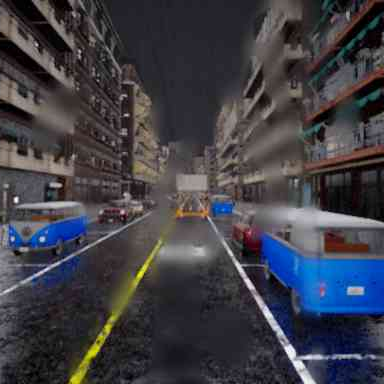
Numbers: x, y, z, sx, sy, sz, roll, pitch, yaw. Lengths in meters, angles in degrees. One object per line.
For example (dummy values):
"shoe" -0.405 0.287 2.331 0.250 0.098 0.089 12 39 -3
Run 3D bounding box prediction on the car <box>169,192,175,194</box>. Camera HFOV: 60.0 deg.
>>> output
"car" -5.302 1.180 73.476 1.752 1.417 4.829 1 0 0

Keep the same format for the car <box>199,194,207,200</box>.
"car" 2.579 1.152 79.385 1.752 1.417 4.829 1 0 0

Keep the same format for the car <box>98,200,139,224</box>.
"car" -5.304 1.331 23.705 1.967 1.590 4.097 1 0 0

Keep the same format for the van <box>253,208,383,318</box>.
"van" 2.577 1.309 7.077 1.690 1.788 3.998 1 0 0

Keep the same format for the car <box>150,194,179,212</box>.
"car" -2.844 1.325 35.788 2.128 1.511 4.902 0 0 0

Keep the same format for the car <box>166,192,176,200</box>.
"car" -5.299 0.915 84.743 2.192 1.841 5.009 1 0 0

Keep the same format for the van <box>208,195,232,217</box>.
"van" 2.578 1.207 29.273 1.690 1.788 3.998 1 0 0

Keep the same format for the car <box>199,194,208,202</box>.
"car" 2.579 1.122 68.117 1.967 1.590 4.097 1 0 0

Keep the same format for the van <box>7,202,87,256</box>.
"van" -5.303 1.283 12.607 1.690 1.788 3.998 1 0 0

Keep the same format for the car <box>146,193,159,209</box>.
"car" -5.303 1.253 40.352 1.967 1.590 4.097 1 0 0

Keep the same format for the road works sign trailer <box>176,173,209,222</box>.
"road works sign trailer" 0.009 0.350 25.072 2.380 3.560 2.880 0 0 0

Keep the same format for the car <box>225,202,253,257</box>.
"car" 2.576 1.383 12.626 1.967 1.590 4.097 1 0 0

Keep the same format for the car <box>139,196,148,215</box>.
"car" -5.304 1.391 29.085 1.752 1.417 4.829 1 0 0

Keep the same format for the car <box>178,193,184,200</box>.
"car" -2.746 0.996 76.745 1.812 1.442 4.674 0 0 0
